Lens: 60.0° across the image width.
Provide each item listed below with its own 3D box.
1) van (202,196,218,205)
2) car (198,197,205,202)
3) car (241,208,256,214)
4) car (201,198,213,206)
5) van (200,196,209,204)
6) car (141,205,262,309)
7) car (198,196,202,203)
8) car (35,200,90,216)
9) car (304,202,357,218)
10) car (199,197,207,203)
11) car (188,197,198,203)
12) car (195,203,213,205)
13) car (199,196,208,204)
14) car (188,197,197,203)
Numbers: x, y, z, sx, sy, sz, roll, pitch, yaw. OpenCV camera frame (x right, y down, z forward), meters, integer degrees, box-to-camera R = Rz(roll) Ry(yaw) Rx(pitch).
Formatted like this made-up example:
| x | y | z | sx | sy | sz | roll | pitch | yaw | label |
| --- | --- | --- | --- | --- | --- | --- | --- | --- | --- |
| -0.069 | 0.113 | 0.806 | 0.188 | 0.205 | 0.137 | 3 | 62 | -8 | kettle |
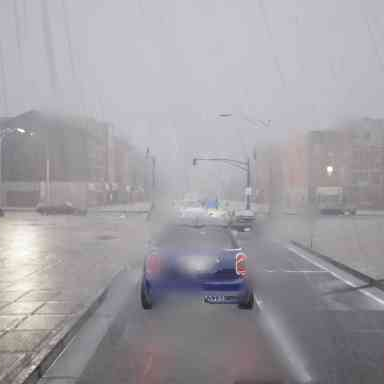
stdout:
| x | y | z | sx | sy | sz | roll | pitch | yaw | label |
| --- | --- | --- | --- | --- | --- | --- | --- | --- | --- |
| 2.665 | 1.474 | 45.042 | 1.690 | 1.788 | 3.998 | -1 | 0 | 0 | van |
| 2.715 | 2.138 | 92.651 | 1.802 | 1.307 | 4.206 | -2 | -1 | 0 | car |
| 2.644 | 1.572 | 18.083 | 2.008 | 1.369 | 4.403 | -1 | 0 | 0 | car |
| 2.684 | 1.793 | 60.911 | 2.008 | 1.369 | 4.403 | -1 | -1 | 0 | car |
| 2.689 | 1.674 | 71.494 | 1.690 | 1.788 | 3.998 | -1 | -1 | 0 | van |
| 0.106 | 1.355 | 8.011 | 2.097 | 1.767 | 4.553 | 0 | 0 | 0 | car |
| 2.674 | 1.516 | 55.624 | 2.192 | 1.841 | 5.009 | -1 | 0 | 0 | car |
| -11.688 | 1.458 | 30.150 | 4.674 | 1.442 | 1.812 | 1 | 1 | 2 | car |
| 13.708 | 1.722 | 33.025 | 4.902 | 1.511 | 2.128 | 1 | 1 | 0 | car |
| 2.704 | 1.982 | 82.072 | 1.887 | 1.381 | 4.507 | -1 | -1 | 0 | car |
| 0.081 | 1.970 | 75.923 | 1.895 | 1.301 | 4.718 | 0 | -1 | 0 | car |
| 0.147 | 1.546 | 17.831 | 1.812 | 1.442 | 4.674 | 0 | 0 | 1 | car |
| 2.696 | 1.824 | 76.783 | 1.967 | 1.590 | 4.097 | -1 | -1 | 0 | car |
| 0.089 | 2.003 | 85.890 | 2.128 | 1.511 | 4.902 | 0 | -1 | 0 | car |
